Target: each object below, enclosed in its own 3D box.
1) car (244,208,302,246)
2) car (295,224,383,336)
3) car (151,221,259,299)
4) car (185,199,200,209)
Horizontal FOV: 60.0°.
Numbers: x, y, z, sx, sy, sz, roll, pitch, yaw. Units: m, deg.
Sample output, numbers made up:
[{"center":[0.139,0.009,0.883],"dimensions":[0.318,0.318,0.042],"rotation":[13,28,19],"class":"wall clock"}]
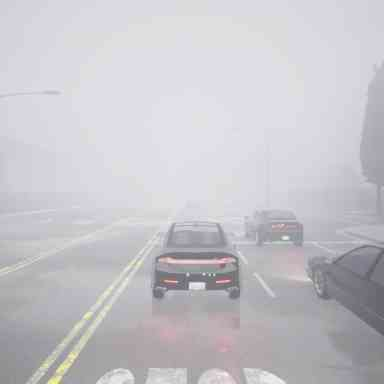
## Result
[{"center":[3.579,1.505,15.157],"dimensions":[1.837,1.490,4.892],"rotation":[0,0,0],"class":"car"},{"center":[3.593,1.547,5.410],"dimensions":[2.033,1.411,5.357],"rotation":[0,0,0],"class":"car"},{"center":[0.089,1.491,8.459],"dimensions":[2.128,1.511,4.902],"rotation":[0,0,0],"class":"car"},{"center":[0.038,1.601,44.017],"dimensions":[1.895,1.301,4.718],"rotation":[0,0,0],"class":"car"}]
